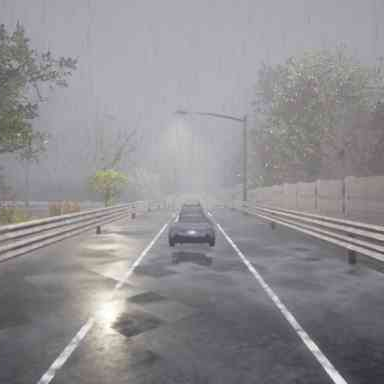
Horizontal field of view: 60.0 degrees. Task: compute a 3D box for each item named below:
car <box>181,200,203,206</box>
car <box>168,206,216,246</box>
[{"bbox_3d":[-0.001,1.498,30.217,2.128,1.511,4.902,0,0,0],"label":"car"},{"bbox_3d":[0.000,1.573,15.181,1.994,1.385,4.181,0,0,0],"label":"car"}]
